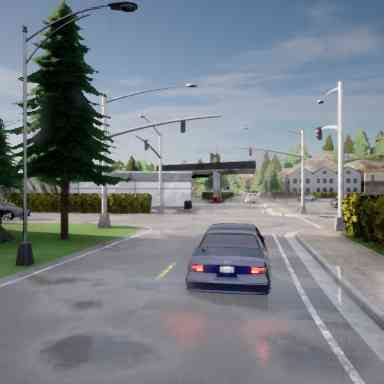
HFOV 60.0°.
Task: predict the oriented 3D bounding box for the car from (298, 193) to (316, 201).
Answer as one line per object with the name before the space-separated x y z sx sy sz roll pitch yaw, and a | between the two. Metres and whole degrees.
car | 26.216 1.361 76.121 3.806 1.475 1.970 0 0 10

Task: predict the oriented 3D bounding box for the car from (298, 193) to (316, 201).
car | 27.401 1.077 79.287 3.866 1.878 1.905 0 0 10

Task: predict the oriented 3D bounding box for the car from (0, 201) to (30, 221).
car | -15.736 1.492 27.241 4.902 1.511 2.128 0 0 10

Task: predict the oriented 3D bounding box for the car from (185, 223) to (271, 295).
car | 1.094 1.547 8.914 2.033 1.411 5.357 0 0 10

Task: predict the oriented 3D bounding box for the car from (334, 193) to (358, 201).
car | 34.571 1.097 74.673 4.605 1.855 1.932 0 0 10

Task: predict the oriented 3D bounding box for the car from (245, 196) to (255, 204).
car | 11.233 1.526 64.794 1.812 1.442 4.674 0 0 10

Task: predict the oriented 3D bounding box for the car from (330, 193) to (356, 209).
car | 20.264 1.330 42.385 5.027 1.636 2.152 0 0 10
